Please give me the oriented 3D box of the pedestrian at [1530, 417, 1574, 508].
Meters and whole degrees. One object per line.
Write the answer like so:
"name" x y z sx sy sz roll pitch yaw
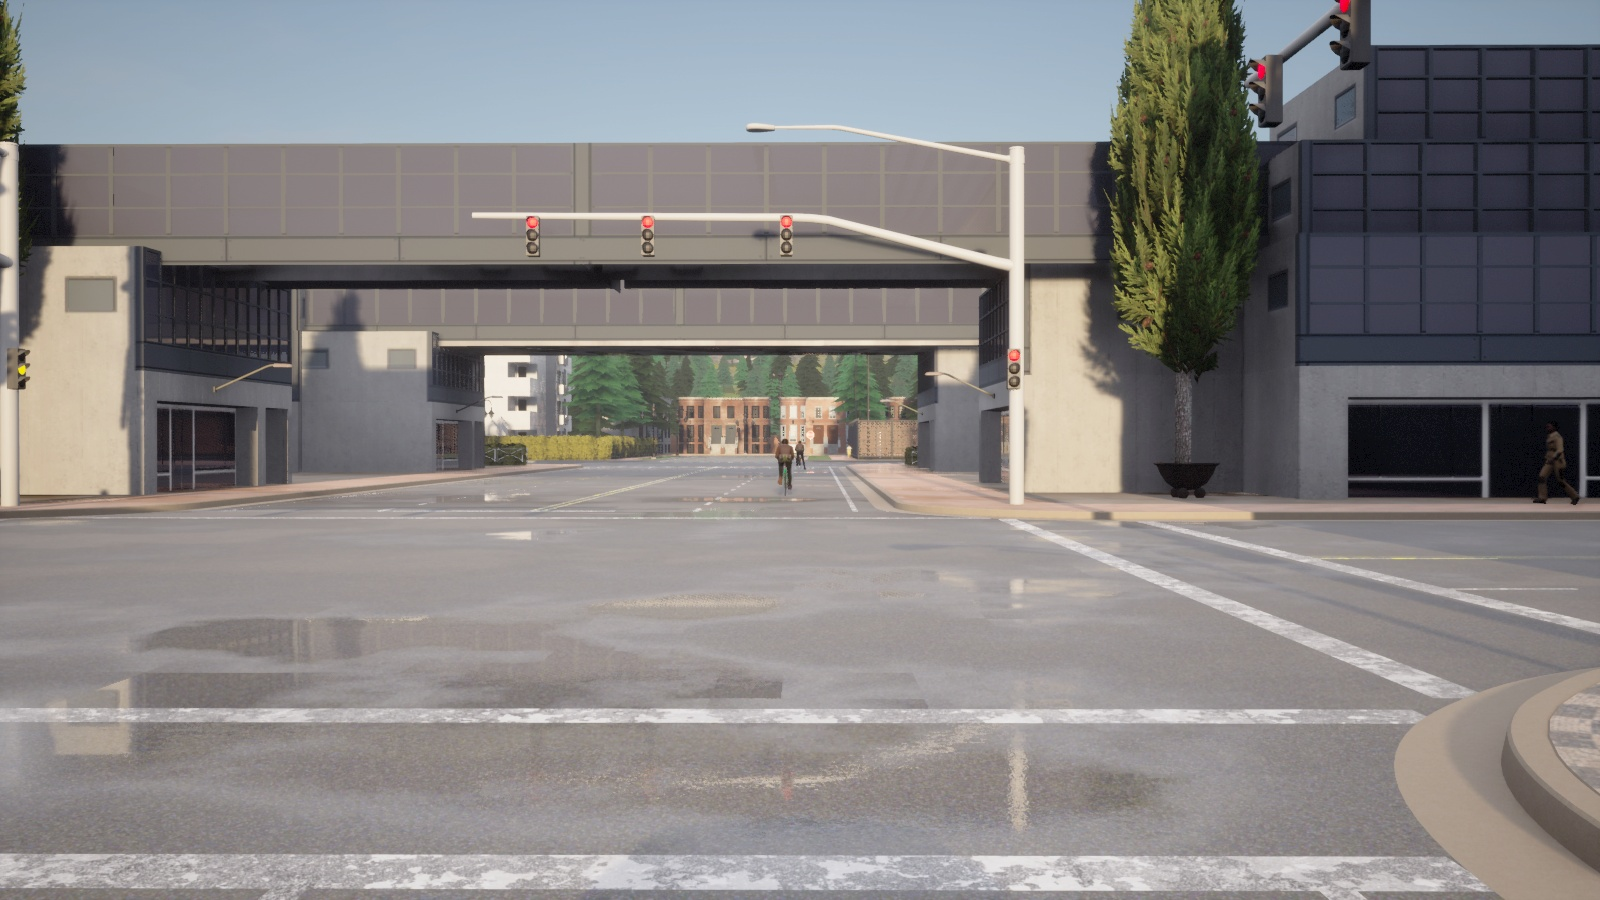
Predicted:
"pedestrian" 16.013 0.267 26.728 0.692 1.930 0.396 0 0 -2
